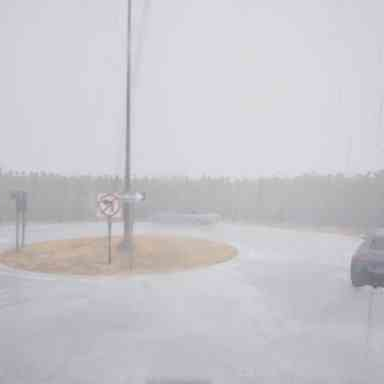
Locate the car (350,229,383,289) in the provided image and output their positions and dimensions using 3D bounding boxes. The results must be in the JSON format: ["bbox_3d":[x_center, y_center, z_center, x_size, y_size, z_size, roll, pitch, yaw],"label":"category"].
[{"bbox_3d":[5.533,1.686,8.999,1.994,1.385,4.181,0,0,32],"label":"car"}]

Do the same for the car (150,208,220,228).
[{"bbox_3d":[-0.549,1.773,23.524,4.718,1.301,1.895,0,-1,22],"label":"car"}]
